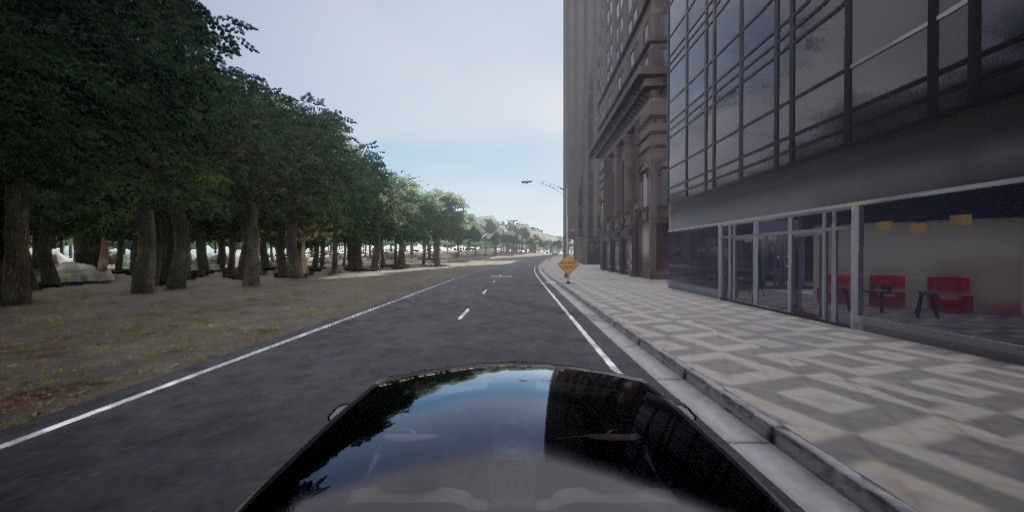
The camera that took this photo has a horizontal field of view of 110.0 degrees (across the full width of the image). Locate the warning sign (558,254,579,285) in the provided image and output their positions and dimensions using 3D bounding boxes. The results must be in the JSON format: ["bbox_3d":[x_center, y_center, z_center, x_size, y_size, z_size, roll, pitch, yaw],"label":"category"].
[{"bbox_3d":[3.379,0.802,21.521,1.300,1.860,1.060,0,0,1],"label":"warning sign"}]
